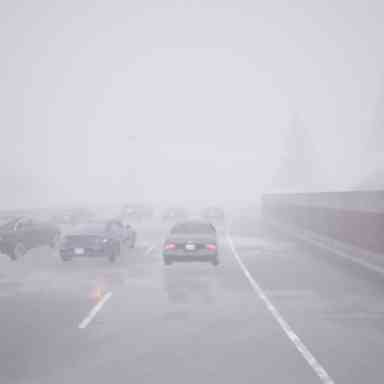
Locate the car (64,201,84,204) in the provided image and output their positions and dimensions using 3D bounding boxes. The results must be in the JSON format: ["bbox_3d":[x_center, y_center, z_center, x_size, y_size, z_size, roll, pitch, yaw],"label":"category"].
[{"bbox_3d":[-17.745,2.302,53.957,2.033,1.411,5.357,-1,-1,17],"label":"car"}]

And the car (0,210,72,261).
[{"bbox_3d":[-6.910,1.694,13.188,2.128,1.511,4.902,0,-1,3],"label":"car"}]

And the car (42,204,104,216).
[{"bbox_3d":[-9.302,1.923,26.498,2.033,1.411,5.357,0,-1,8],"label":"car"}]

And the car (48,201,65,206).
[{"bbox_3d":[-20.911,2.285,55.427,2.128,1.511,4.902,-1,-1,17],"label":"car"}]

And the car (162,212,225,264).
[{"bbox_3d":[0.048,1.694,12.343,2.033,1.411,5.357,0,-1,2],"label":"car"}]

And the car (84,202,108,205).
[{"bbox_3d":[-14.467,2.318,52.618,1.895,1.301,4.718,-1,-1,17],"label":"car"}]

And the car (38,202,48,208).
[{"bbox_3d":[-24.094,2.336,56.908,1.837,1.490,4.892,-1,-1,18],"label":"car"}]

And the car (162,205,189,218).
[{"bbox_3d":[-1.429,1.944,31.336,1.994,1.385,4.181,-1,-1,10],"label":"car"}]

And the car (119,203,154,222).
[{"bbox_3d":[-5.079,1.750,30.773,2.097,1.767,4.553,0,-1,10],"label":"car"}]

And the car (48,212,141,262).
[{"bbox_3d":[-3.430,1.700,12.717,1.812,1.442,4.674,0,-1,3],"label":"car"}]

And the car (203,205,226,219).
[{"bbox_3d":[2.085,1.918,31.114,1.994,1.385,4.181,-1,-1,10],"label":"car"}]
